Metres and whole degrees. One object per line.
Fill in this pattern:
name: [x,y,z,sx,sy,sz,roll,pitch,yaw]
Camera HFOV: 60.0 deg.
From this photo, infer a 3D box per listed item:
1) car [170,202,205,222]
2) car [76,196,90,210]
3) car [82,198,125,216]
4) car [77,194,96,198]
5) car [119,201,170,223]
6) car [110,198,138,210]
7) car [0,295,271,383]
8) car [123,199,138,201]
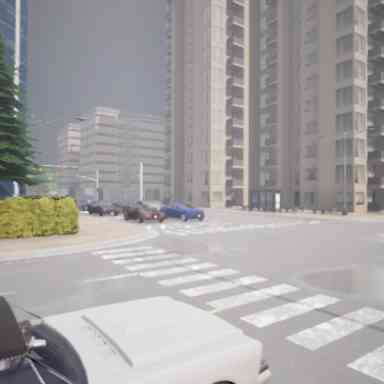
car: [-0.872,1.632,28.541,1.882,1.535,5.008,0,0,-35]
car: [-14.991,1.637,42.470,1.837,1.490,4.892,0,0,-35]
car: [-9.235,1.680,34.291,2.033,1.411,5.357,0,0,-35]
car: [-15.820,1.382,49.790,2.150,2.045,5.566,0,-1,-35]
car: [-3.892,1.696,26.749,1.994,1.385,4.181,0,0,-35]
car: [-9.806,1.669,47.542,2.128,1.511,4.902,0,0,-35]
car: [-1.574,1.602,2.624,4.718,1.301,1.895,0,0,-35]
car: [-6.234,1.659,36.119,1.837,1.490,4.892,0,0,-35]
